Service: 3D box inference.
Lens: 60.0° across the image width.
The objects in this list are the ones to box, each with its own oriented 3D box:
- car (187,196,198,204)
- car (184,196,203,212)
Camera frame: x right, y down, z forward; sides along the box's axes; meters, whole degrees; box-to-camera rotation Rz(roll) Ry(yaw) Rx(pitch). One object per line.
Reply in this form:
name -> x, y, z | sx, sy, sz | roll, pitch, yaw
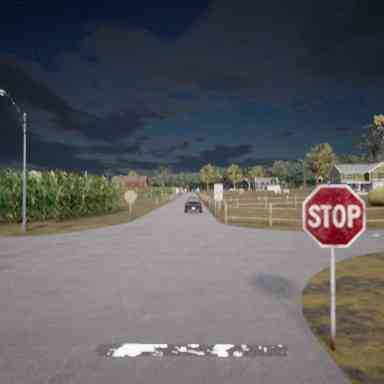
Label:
car -> 0.125, 1.478, 63.504 | 1.994, 1.385, 4.181 | 0, 0, 1
car -> 0.158, 1.483, 37.913 | 1.837, 1.490, 4.892 | 0, 0, 0
